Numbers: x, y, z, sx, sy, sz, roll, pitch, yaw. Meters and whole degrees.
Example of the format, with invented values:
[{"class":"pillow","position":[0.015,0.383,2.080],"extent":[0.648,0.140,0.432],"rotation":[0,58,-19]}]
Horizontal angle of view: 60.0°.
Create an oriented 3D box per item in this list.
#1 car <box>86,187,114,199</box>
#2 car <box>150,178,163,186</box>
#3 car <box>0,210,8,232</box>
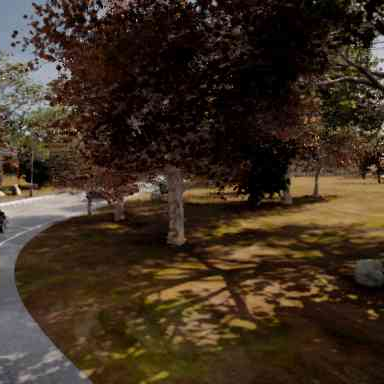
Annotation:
[{"class":"car","position":[-9.358,0.057,34.956],"extent":[1.895,1.301,4.718],"rotation":[1,5,5]},{"class":"car","position":[-5.895,-1.816,58.917],"extent":[1.895,1.301,4.718],"rotation":[1,4,10]},{"class":"car","position":[-9.337,1.200,13.985],"extent":[1.882,1.535,5.008],"rotation":[0,2,-15]}]
